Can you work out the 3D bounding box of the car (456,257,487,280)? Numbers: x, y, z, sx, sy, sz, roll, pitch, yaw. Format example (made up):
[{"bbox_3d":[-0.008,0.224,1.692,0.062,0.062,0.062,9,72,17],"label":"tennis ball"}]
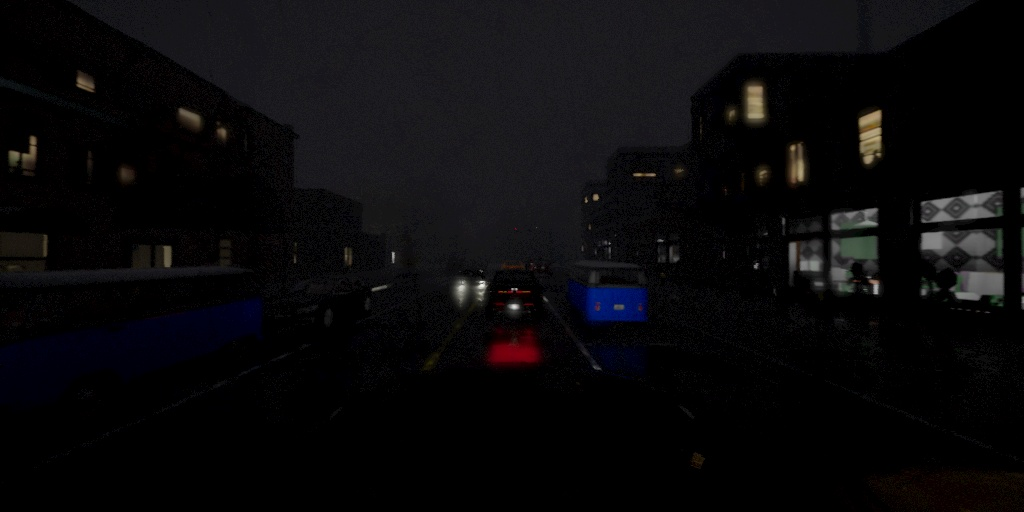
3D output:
[{"bbox_3d":[-3.104,1.086,29.631,1.882,1.535,5.008,0,0,0],"label":"car"}]

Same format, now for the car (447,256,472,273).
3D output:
[{"bbox_3d":[-5.694,0.874,38.599,2.192,1.841,5.009,0,0,0],"label":"car"}]

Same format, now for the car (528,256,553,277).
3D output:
[{"bbox_3d":[2.687,1.030,33.069,1.967,1.591,4.097,0,0,0],"label":"car"}]

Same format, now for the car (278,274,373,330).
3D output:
[{"bbox_3d":[-5.691,1.255,10.883,2.007,1.370,4.403,0,0,0],"label":"car"}]

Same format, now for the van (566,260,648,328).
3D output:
[{"bbox_3d":[2.690,1.046,10.897,1.690,1.789,3.998,0,0,0],"label":"van"}]

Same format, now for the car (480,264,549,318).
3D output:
[{"bbox_3d":[0.085,1.201,12.745,1.837,1.490,4.892,0,0,0],"label":"car"}]

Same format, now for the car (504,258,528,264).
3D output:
[{"bbox_3d":[0.087,1.087,29.496,1.882,1.535,5.008,0,0,0],"label":"car"}]

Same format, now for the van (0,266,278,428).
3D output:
[{"bbox_3d":[-5.690,1.073,5.339,1.690,1.789,3.998,0,0,0],"label":"van"}]
